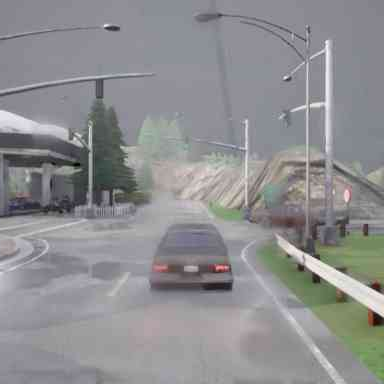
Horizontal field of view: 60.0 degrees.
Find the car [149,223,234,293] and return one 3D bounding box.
[{"bbox_3d":[0.009,1.546,9.000,2.033,1.411,5.357,0,0,1],"label":"car"}]

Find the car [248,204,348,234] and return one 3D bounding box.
[{"bbox_3d":[5.614,1.367,18.088,2.033,1.411,5.357,-1,0,-42],"label":"car"}]

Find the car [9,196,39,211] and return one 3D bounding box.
[{"bbox_3d":[-20.263,1.472,40.401,2.242,1.667,4.611,0,0,-1],"label":"car"}]

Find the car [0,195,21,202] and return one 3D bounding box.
[{"bbox_3d":[-41.175,1.525,75.430,2.033,1.411,5.357,0,0,0],"label":"car"}]

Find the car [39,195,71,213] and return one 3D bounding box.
[{"bbox_3d":[-14.553,1.306,36.127,1.905,1.878,3.866,0,0,-1],"label":"car"}]
